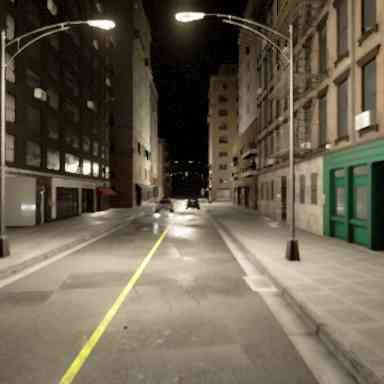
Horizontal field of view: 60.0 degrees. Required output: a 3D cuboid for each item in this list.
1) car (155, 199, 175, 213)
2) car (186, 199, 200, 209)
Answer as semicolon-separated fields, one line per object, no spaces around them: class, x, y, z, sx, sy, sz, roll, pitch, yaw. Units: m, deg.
car;-3.003;1.568;37.565;1.812;1.442;4.674;0;0;0
car;0.117;1.596;45.317;2.033;1.411;5.357;0;0;0
